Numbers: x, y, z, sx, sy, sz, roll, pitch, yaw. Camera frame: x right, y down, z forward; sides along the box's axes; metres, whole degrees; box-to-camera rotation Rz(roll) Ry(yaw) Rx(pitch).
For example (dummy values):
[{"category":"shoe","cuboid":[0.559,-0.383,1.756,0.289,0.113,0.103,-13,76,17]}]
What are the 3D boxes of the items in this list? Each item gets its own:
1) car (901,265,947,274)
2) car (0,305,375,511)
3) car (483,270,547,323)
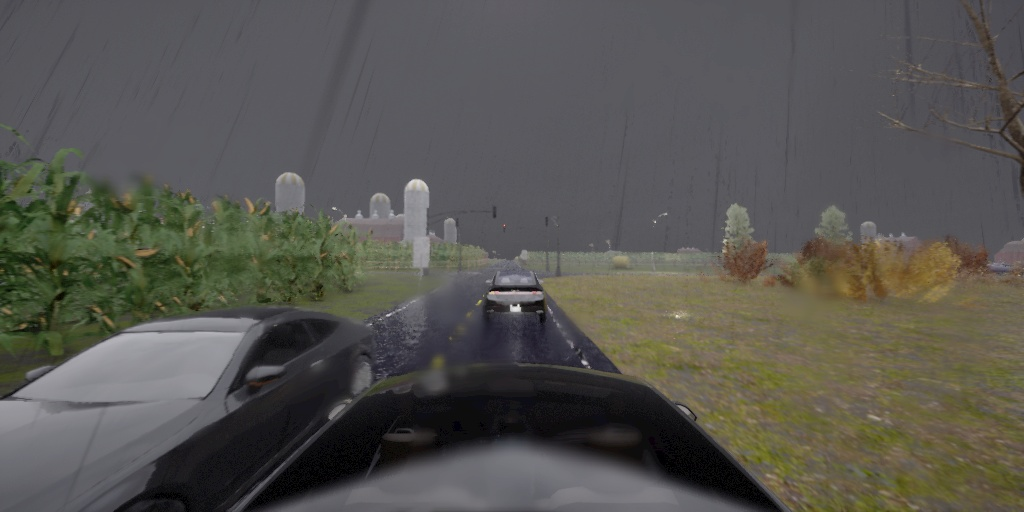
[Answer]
[{"category":"car","cuboid":[48.642,1.652,42.479,4.674,1.442,1.812,1,-1,-5]},{"category":"car","cuboid":[-2.846,1.273,3.394,1.812,1.442,4.674,0,0,0]},{"category":"car","cuboid":[0.097,1.227,12.098,2.128,1.511,4.902,0,0,0]}]
